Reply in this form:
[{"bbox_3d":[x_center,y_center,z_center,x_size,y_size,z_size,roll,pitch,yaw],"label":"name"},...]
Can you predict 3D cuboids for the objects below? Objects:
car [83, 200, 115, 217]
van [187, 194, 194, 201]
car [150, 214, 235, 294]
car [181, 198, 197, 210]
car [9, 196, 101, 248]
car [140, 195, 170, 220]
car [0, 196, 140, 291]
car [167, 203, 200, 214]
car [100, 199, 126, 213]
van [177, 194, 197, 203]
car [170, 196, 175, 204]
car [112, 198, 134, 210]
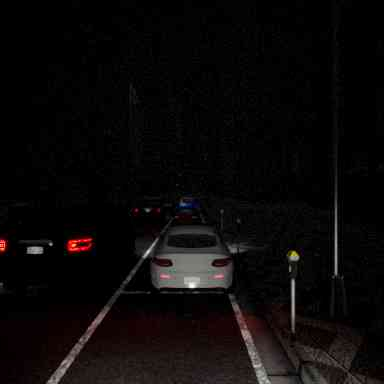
[{"bbox_3d":[-8.919,1.548,32.304,1.887,1.381,4.507,0,0,0],"label":"car"},{"bbox_3d":[-0.380,1.377,86.847,1.690,1.788,3.998,0,0,0],"label":"van"},{"bbox_3d":[0.003,1.526,8.650,1.812,1.442,4.674,0,0,0],"label":"car"},{"bbox_3d":[-0.367,1.550,43.337,1.887,1.381,4.507,0,0,0],"label":"car"},{"bbox_3d":[-6.245,1.223,16.070,2.150,2.045,5.566,0,0,0],"label":"car"},{"bbox_3d":[-3.145,1.356,25.707,2.097,1.767,4.553,0,0,0],"label":"car"},{"bbox_3d":[-3.047,1.223,9.146,2.150,2.045,5.566,0,0,0],"label":"car"},{"bbox_3d":[-0.370,1.584,21.237,1.802,1.307,4.206,0,0,0],"label":"car"},{"bbox_3d":[-8.921,1.549,37.830,1.887,1.381,4.507,0,0,0],"label":"car"},{"bbox_3d":[-0.368,1.345,32.287,1.690,1.788,3.998,0,0,0],"label":"van"},{"bbox_3d":[-3.045,1.552,40.032,2.033,1.411,5.357,0,0,0],"label":"car"},{"bbox_3d":[-8.922,1.550,43.355,1.887,1.381,4.507,0,0,0],"label":"car"}]
